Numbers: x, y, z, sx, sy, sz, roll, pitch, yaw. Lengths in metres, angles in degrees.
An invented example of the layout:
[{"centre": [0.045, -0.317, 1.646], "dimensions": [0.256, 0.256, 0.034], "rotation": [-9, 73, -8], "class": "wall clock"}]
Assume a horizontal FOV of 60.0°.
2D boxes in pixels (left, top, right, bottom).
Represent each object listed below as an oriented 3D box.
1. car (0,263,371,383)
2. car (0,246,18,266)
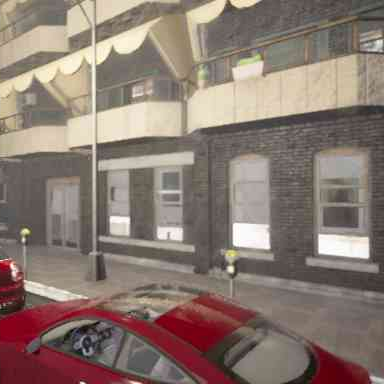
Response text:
[{"centre": [-0.512, 1.602, 3.241], "dimensions": [4.206, 1.307, 1.802], "rotation": [-1, 0, 35], "class": "car"}, {"centre": [-5.111, 1.510, 6.522], "dimensions": [4.097, 1.590, 1.967], "rotation": [-1, 0, 36], "class": "car"}]
